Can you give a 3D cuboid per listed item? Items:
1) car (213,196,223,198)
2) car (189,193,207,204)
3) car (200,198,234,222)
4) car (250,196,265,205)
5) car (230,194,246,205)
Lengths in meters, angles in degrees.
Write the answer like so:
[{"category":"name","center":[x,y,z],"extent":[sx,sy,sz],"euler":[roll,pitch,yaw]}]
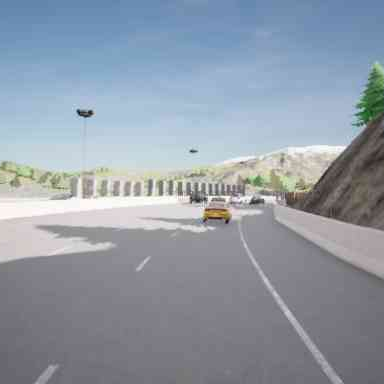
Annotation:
[{"category":"car","center":[5.183,1.561,63.953],"extent":[2.128,1.511,4.902],"euler":[1,0,22]},{"category":"car","center":[1.305,1.236,63.980],"extent":[2.150,2.045,5.566],"euler":[0,0,22]},{"category":"car","center":[2.085,1.505,26.472],"extent":[1.882,1.535,5.008],"euler":[0,0,9]},{"category":"car","center":[12.517,1.526,63.327],"extent":[2.097,1.767,4.553],"euler":[1,0,23]},{"category":"car","center":[8.811,1.343,63.889],"extent":[2.150,2.045,5.566],"euler":[0,0,23]}]
